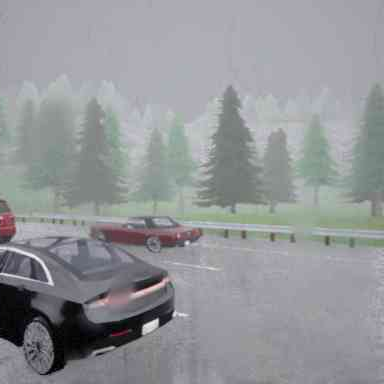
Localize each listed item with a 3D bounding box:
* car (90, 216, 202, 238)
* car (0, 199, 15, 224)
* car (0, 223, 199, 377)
[{"bbox_3d":[-2.046,1.627,13.659,4.718,1.301,1.895,0,0,33],"label":"car"},{"bbox_3d":[-10.037,1.295,14.504,5.566,2.045,2.150,0,0,31],"label":"car"},{"bbox_3d":[-2.537,1.511,5.592,4.902,1.511,2.128,0,0,34],"label":"car"}]
